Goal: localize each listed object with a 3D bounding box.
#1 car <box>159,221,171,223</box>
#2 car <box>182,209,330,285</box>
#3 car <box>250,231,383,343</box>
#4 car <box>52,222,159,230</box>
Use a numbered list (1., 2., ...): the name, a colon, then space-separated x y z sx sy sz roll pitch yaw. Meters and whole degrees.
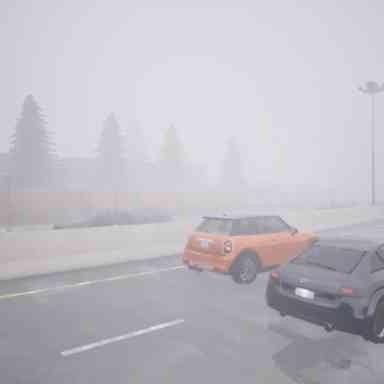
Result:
1. car: -3.511 1.722 24.035 4.181 1.385 1.994 0 0 -43
2. car: 1.975 1.410 10.010 4.553 1.767 2.097 0 -1 -39
3. car: 3.362 1.599 6.620 4.181 1.385 1.994 0 0 -39
4. car: -4.725 1.673 18.226 5.357 1.411 2.033 0 0 -40
